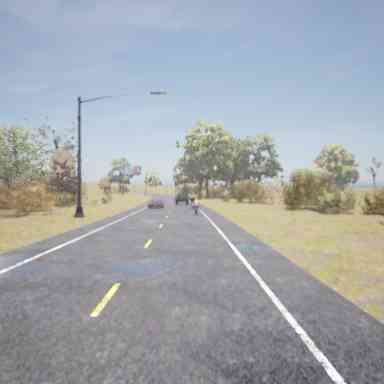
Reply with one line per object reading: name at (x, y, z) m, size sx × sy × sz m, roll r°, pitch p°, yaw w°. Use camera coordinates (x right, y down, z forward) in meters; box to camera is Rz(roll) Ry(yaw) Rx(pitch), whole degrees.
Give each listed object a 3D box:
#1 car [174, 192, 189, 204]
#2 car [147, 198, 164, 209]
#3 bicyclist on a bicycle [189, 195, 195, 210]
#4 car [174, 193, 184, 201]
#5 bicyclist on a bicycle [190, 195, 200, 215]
car at (-1.689, 1.048, 57.136) m, size 2.150 × 2.045 × 5.566 m, roll 0°, pitch 0°, yaw -3°
car at (-4.567, 1.444, 42.589) m, size 1.994 × 1.385 × 4.181 m, roll 0°, pitch 0°, yaw -2°
bicyclist on a bicycle at (0.033, 1.250, 41.516) m, size 0.659 × 1.776 × 1.843 m, roll 0°, pitch 0°, yaw -2°
car at (-2.970, 1.108, 75.595) m, size 2.097 × 1.767 × 4.553 m, roll 0°, pitch 0°, yaw -5°
bicyclist on a bicycle at (0.418, 1.347, 31.672) m, size 0.866 × 1.612 × 1.509 m, roll 0°, pitch 0°, yaw -2°
